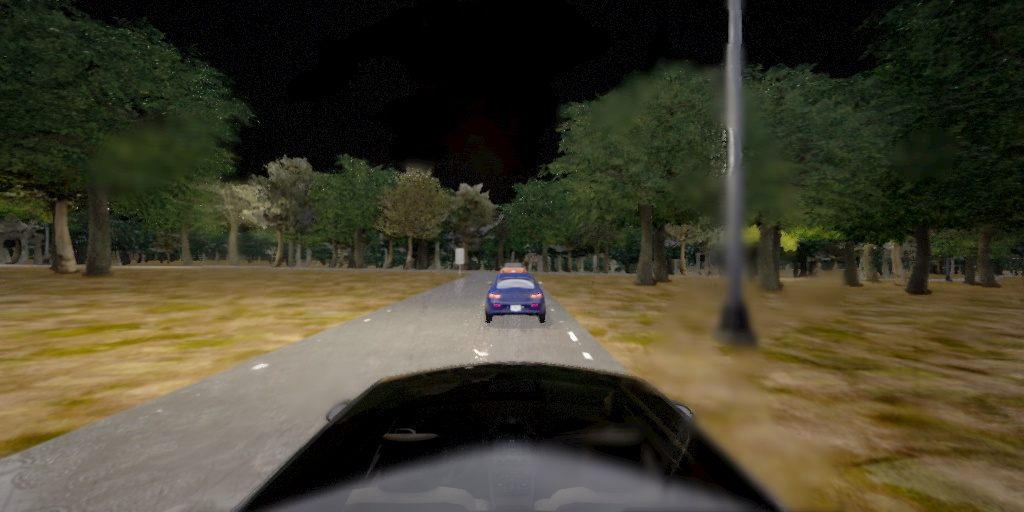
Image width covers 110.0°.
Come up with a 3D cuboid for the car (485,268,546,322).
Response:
[{"bbox_3d":[0.104,1.280,12.169,1.812,1.442,4.674,0,0,0],"label":"car"}]

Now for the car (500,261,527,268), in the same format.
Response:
[{"bbox_3d":[0.109,1.222,28.917,2.097,1.767,4.553,0,-1,0],"label":"car"}]
